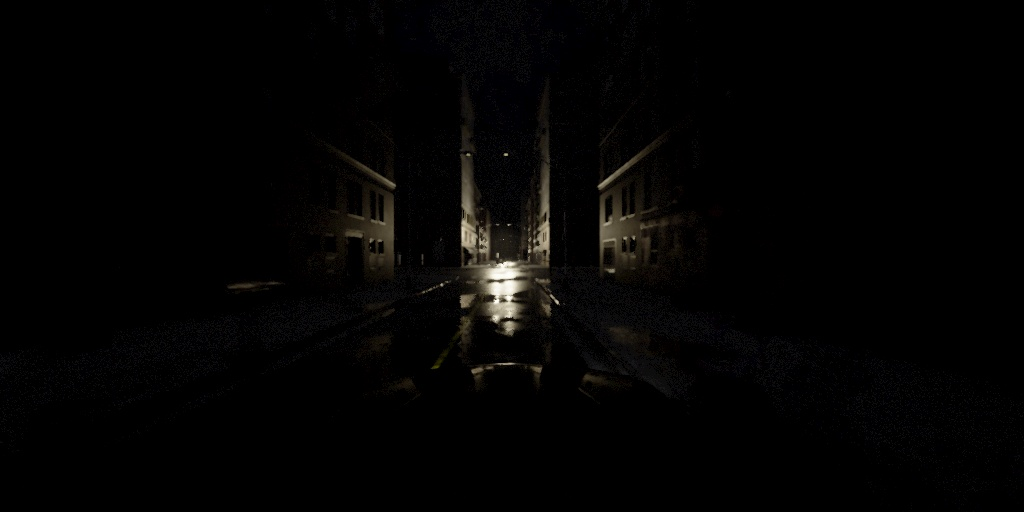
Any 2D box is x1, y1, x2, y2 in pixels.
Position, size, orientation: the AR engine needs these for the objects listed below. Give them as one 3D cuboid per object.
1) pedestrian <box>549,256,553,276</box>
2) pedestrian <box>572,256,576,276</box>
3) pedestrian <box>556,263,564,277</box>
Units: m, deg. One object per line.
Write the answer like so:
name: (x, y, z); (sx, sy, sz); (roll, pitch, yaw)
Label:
pedestrian: (3.503, 0.878, 32.600); (0.375, 1.860, 0.375); (0, 0, 0)
pedestrian: (5.503, 0.879, 32.001); (0.375, 1.860, 0.375); (0, 0, 0)
pedestrian: (4.304, 1.158, 31.401); (0.375, 1.300, 0.375); (0, 0, 0)
